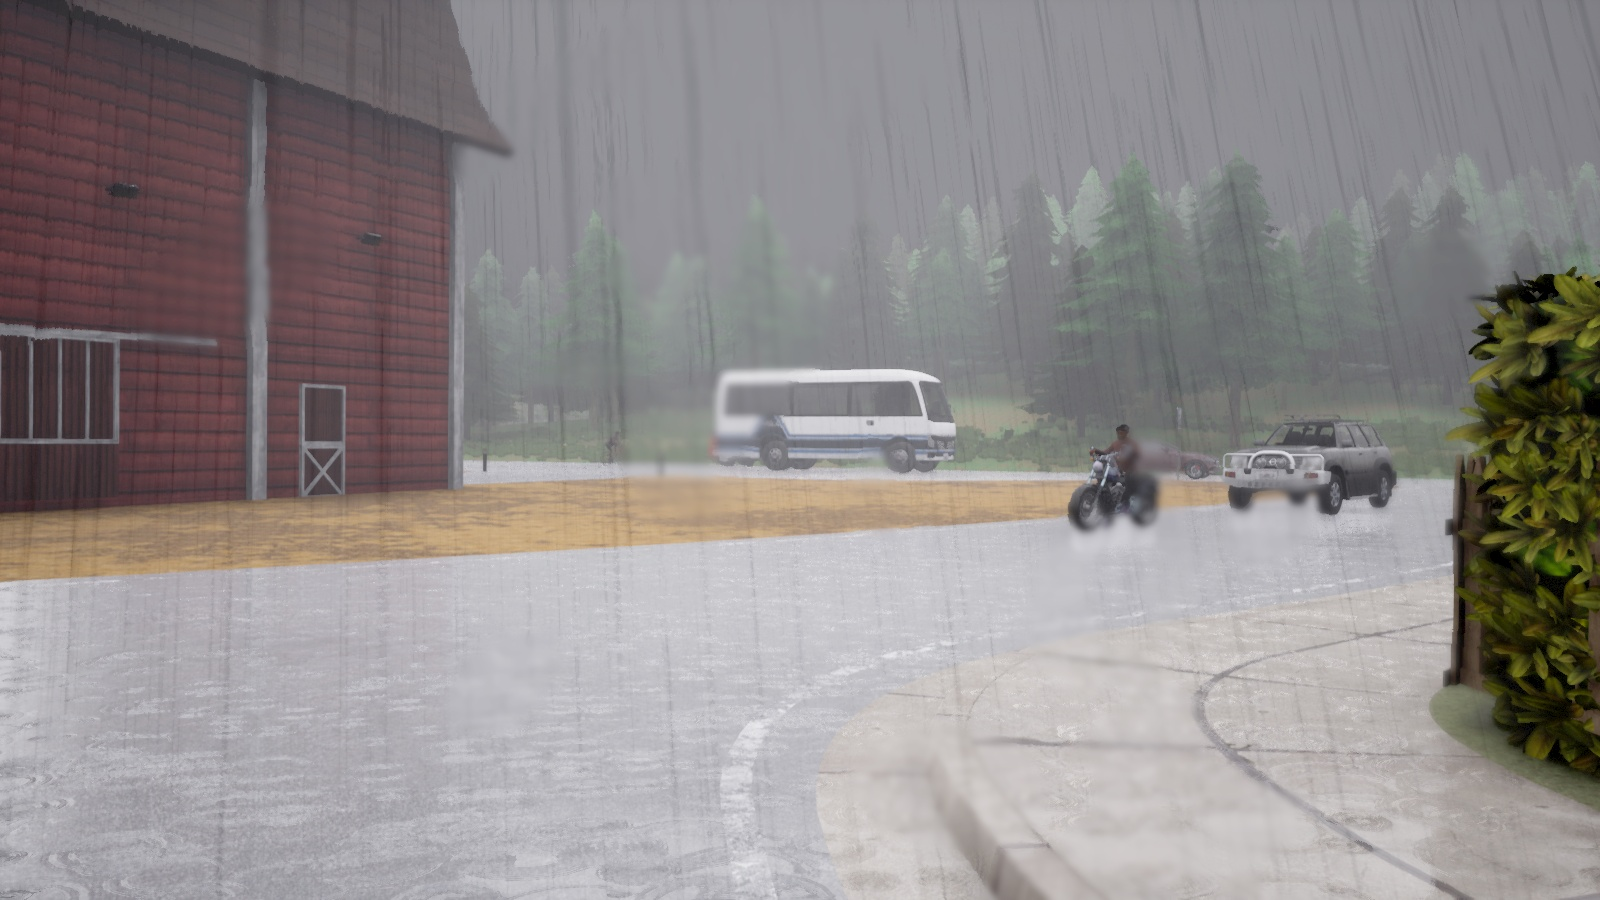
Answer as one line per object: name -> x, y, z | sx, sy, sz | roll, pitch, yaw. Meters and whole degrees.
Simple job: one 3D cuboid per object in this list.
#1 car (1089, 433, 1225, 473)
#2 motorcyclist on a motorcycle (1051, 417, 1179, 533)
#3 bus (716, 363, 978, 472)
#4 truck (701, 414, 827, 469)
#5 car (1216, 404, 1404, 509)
car -> 13.419, 0.101, 47.280 | 4.674, 1.442, 1.812 | 0, 1, 26
motorcyclist on a motorcycle -> 4.800, 0.333, 19.023 | 0.766, 1.649, 2.350 | 0, 1, 45
bus -> 1.930, -1.248, 52.815 | 10.273, 4.253, 3.944 | 0, 0, 26
truck -> -1.669, -0.375, 58.452 | 5.204, 2.467, 2.627 | 0, 1, 26
car -> 10.045, 0.074, 24.535 | 1.932, 1.855, 4.605 | 0, 1, 42
